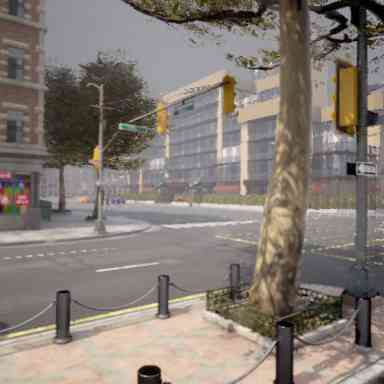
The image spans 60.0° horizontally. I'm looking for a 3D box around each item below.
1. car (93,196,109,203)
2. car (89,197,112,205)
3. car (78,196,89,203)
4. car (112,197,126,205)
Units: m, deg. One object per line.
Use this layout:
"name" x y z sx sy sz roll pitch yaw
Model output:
"car" -20.211 1.658 73.662 1.837 1.490 4.892 1 0 -36
"car" -17.690 1.744 64.201 1.837 1.490 4.892 1 0 -36
"car" -23.042 1.598 71.606 1.882 1.535 5.008 1 0 -36
"car" -14.853 1.753 66.252 1.882 1.535 5.008 1 0 -36
